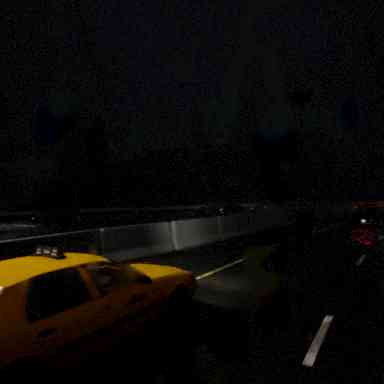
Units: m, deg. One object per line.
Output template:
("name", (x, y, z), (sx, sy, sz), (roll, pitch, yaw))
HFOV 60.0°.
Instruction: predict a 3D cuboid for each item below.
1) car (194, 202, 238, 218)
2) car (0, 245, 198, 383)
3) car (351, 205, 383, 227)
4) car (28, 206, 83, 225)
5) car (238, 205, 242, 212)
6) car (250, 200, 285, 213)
("car", (2.239, 1.805, 33.384), (1.882, 1.535, 5.008), (-1, -1, 39))
("car", (-1.749, 1.509, 4.666), (1.801, 1.575, 5.366), (0, -1, 29))
("car", (13.236, 1.718, 24.583), (1.837, 1.490, 4.892), (-1, 0, 39))
("car", (-11.034, 1.863, 27.141), (1.994, 1.385, 4.181), (-1, -1, 34))
("car", (4.140, 1.947, 41.154), (2.033, 1.411, 5.357), (-1, -1, 41))
("car", (7.958, 1.679, 34.836), (2.097, 1.767, 4.553), (-1, -1, 41))
